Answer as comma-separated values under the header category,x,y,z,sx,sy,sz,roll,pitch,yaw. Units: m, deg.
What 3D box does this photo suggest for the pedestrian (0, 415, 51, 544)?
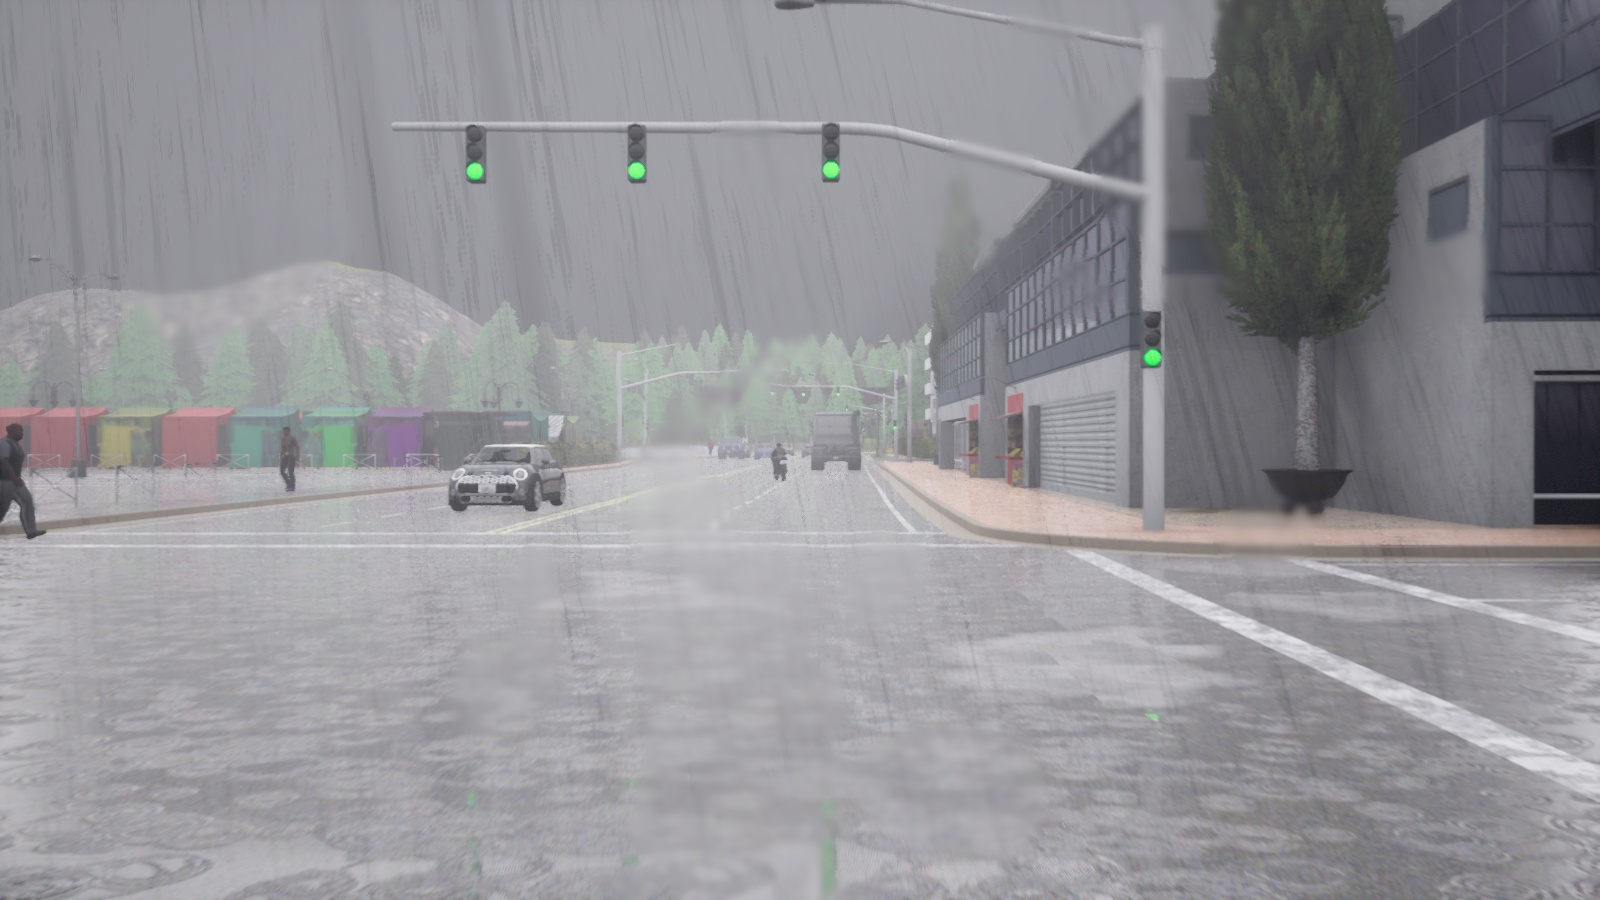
category,x,y,z,sx,sy,sz,roll,pitch,yaw
pedestrian,-11.680,0.431,18.601,0.849,1.883,0.563,0,0,-6

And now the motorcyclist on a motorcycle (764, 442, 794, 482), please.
category,x,y,z,sx,sy,sz,roll,pitch,yaw
motorcyclist on a motorcycle,-0.830,0.467,49.323,0.797,1.523,2.044,0,0,-12

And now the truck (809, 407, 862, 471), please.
category,x,y,z,sx,sy,sz,roll,pitch,yaw
truck,2.116,-0.617,72.411,2.891,3.462,7.936,0,0,2

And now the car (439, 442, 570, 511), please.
category,x,y,z,sx,sy,sz,roll,pitch,yaw
car,-6.640,0.555,28.642,1.970,1.475,3.806,0,0,2

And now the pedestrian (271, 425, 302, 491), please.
category,x,y,z,sx,sy,sz,roll,pitch,yaw
pedestrian,-14.076,0.212,34.432,0.328,1.805,0.869,0,0,17
